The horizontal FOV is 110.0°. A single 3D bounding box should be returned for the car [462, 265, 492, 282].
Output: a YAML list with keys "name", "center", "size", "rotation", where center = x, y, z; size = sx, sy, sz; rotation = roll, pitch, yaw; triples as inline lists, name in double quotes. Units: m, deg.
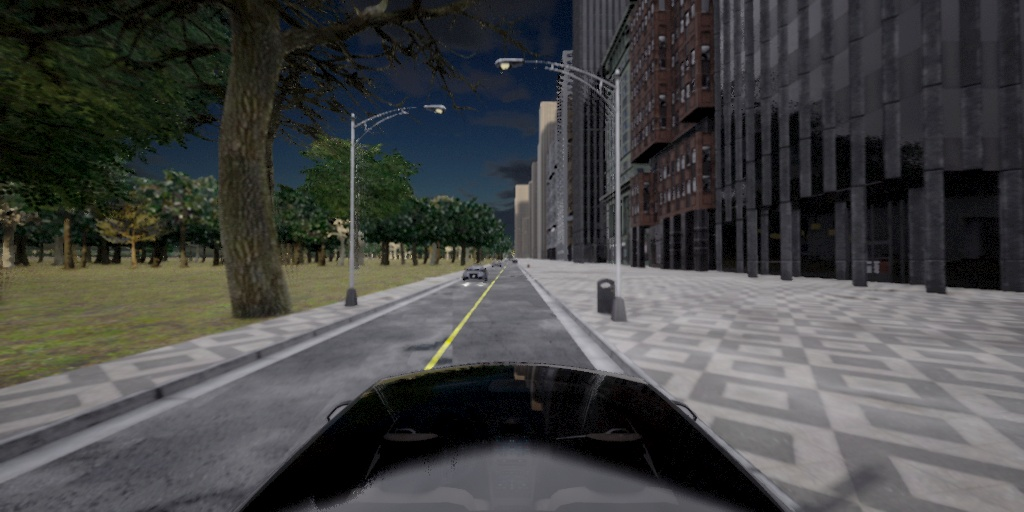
- name: "car"
  center: [-3.100, 1.466, 30.997]
  size: [1.994, 1.385, 4.181]
  rotation: [0, 0, 0]
